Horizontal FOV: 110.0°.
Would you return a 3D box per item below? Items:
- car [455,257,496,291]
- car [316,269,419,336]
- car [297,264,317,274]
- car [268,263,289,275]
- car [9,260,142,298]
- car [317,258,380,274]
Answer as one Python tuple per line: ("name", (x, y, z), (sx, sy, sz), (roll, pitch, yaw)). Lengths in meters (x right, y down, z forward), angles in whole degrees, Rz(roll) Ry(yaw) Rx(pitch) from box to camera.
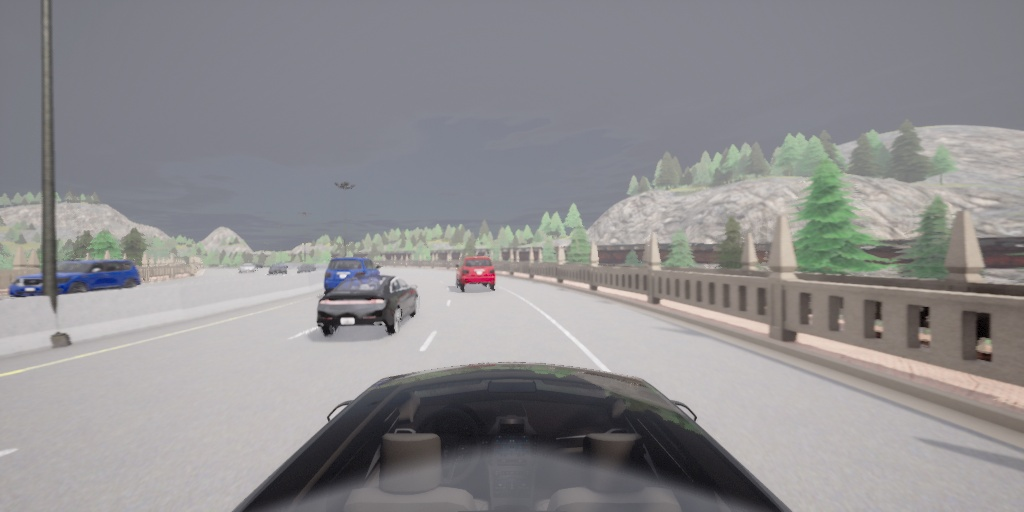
("car", (-2.439, 1.097, 23.477), (2.150, 2.045, 5.566), (0, 0, -12))
("car", (-4.023, 1.312, 10.728), (2.128, 1.511, 4.902), (0, 0, -5))
("car", (-24.113, 1.668, 42.425), (1.837, 1.490, 4.892), (0, 0, -27))
("car", (-30.920, 1.828, 47.502), (1.994, 1.385, 4.181), (0, 0, -31))
("car", (-23.214, 1.230, 19.491), (2.150, 2.045, 5.566), (0, 0, -13))
("car", (-8.970, 1.130, 20.566), (2.150, 2.045, 5.566), (0, 0, -11))
